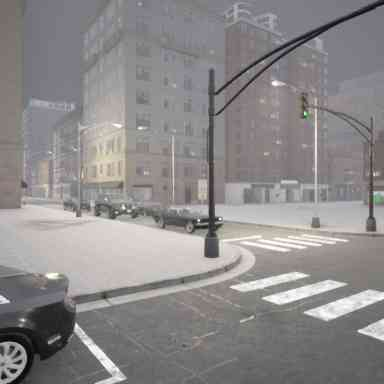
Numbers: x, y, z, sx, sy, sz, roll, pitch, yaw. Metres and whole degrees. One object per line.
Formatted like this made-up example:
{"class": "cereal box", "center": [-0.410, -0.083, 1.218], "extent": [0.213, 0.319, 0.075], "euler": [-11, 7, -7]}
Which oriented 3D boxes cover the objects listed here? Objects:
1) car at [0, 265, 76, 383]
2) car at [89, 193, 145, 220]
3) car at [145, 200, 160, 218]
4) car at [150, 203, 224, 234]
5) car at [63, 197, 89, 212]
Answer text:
{"class": "car", "center": [-3.584, 1.551, 3.631], "extent": [4.403, 1.369, 2.008], "euler": [0, 0, -36]}
{"class": "car", "center": [-6.385, 1.099, 27.601], "extent": [2.150, 2.045, 5.566], "euler": [0, 0, -35]}
{"class": "car", "center": [-3.905, 1.425, 29.201], "extent": [2.033, 1.411, 5.357], "euler": [0, 0, -36]}
{"class": "car", "center": [-0.316, 1.526, 19.126], "extent": [1.895, 1.301, 4.718], "euler": [0, 0, -36]}
{"class": "car", "center": [-12.605, 1.305, 36.319], "extent": [1.882, 1.535, 5.008], "euler": [0, 0, -36]}
